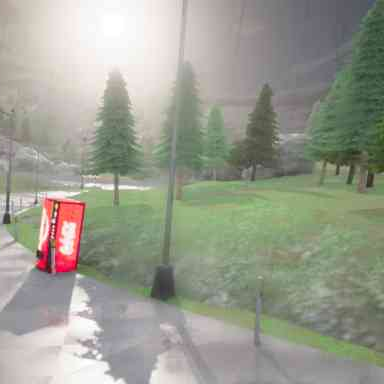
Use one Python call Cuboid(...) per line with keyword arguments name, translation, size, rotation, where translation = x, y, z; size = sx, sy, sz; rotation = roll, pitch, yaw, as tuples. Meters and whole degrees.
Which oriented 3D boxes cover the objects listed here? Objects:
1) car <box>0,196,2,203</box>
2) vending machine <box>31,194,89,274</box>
Cuboid(name="car", translation=(-21.983, 0.676, 35.484), size=(1.895, 1.301, 4.718), rotation=(4, 1, -13))
Cuboid(name="vending machine", translation=(-3.862, 1.202, 9.760), size=(1.100, 2.100, 0.880), rotation=(7, 1, -43))
